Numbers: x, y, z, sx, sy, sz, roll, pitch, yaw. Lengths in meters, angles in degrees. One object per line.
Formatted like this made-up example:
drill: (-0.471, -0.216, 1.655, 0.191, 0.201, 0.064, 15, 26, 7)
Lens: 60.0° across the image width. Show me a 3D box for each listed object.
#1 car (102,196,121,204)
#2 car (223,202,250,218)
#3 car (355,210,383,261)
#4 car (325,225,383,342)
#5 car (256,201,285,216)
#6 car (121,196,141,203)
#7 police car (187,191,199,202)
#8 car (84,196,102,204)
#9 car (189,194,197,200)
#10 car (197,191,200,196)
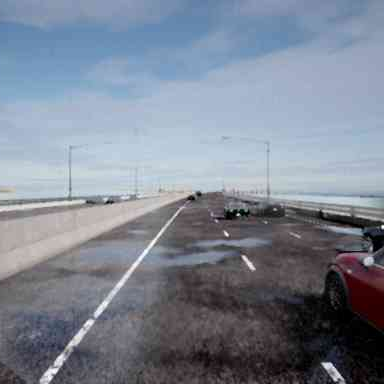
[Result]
car: (-13.417, 1.397, 57.694, 2.033, 1.411, 5.357, 0, 0, 2)
car: (3.762, 1.538, 28.913, 1.895, 1.301, 4.718, 0, 0, 1)
car: (7.122, 1.459, 10.101, 1.882, 1.535, 5.008, 0, 0, 0)
car: (3.605, 1.342, 4.590, 2.097, 1.767, 4.553, 0, 0, 0)
car: (7.287, 1.496, 31.116, 1.994, 1.385, 4.181, 0, 0, 1)
car: (-9.952, 1.401, 56.451, 2.033, 1.411, 5.357, 0, 0, 2)
police car: (-0.068, 1.224, 73.110, 1.930, 1.638, 5.238, 0, 0, 2)
car: (-16.914, 1.397, 57.709, 2.033, 1.411, 5.357, 0, 0, 2)
car: (0.213, 1.288, 82.982, 1.812, 1.442, 4.674, 0, 0, 2)
car: (0.400, 1.217, 88.969, 1.882, 1.535, 5.008, 0, 0, 2)
